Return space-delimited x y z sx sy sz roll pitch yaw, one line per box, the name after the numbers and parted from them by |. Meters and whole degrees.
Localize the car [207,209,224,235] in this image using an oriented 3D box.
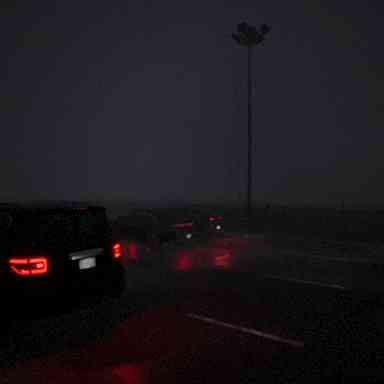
-0.696 1.470 17.392 4.892 1.490 1.837 -1 0 36 | car

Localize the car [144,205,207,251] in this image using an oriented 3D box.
-2.089 1.460 14.088 4.902 1.511 2.128 0 0 36 | car

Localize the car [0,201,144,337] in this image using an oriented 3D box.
-3.801 1.199 6.708 5.566 2.045 2.150 0 0 36 | car
